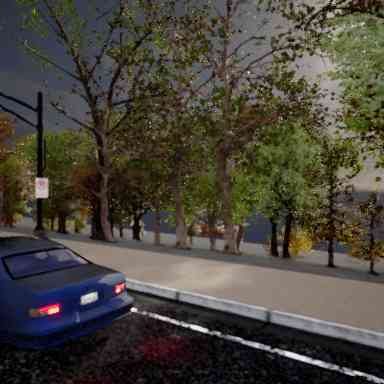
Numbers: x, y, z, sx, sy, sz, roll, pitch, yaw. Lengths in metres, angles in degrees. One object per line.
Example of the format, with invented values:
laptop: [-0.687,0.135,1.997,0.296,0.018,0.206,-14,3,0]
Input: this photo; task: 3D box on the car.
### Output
car: [-3.496,1.557,6.182,5.357,1.411,2.033,0,0,36]
